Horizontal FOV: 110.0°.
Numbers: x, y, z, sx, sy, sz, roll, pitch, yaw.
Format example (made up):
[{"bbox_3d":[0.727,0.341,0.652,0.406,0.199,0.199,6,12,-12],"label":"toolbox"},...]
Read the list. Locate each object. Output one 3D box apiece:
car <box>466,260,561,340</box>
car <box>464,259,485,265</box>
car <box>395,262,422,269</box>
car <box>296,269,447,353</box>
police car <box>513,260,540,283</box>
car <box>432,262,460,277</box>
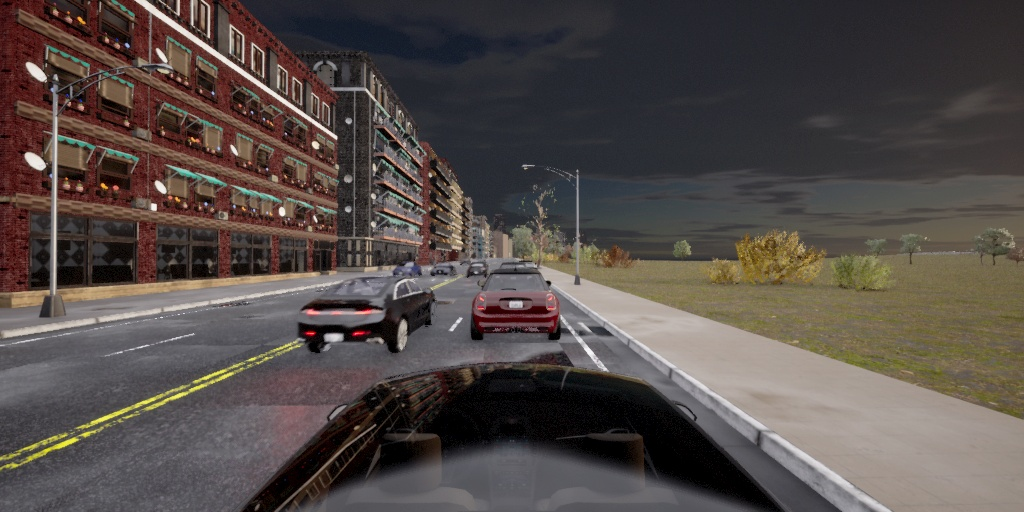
[{"bbox_3d":[0.079,1.104,10.111,2.097,1.767,4.553,0,0,0],"label":"car"},{"bbox_3d":[-3.209,1.281,34.351,1.812,1.442,4.674,0,0,0],"label":"car"},{"bbox_3d":[-9.903,1.281,34.174,1.812,1.442,4.674,0,0,0],"label":"car"},{"bbox_3d":[-3.164,1.241,8.788,2.128,1.511,4.902,0,0,0],"label":"car"},{"bbox_3d":[1.094,1.181,29.379,1.930,1.638,5.238,0,0,0],"label":"police car"},{"bbox_3d":[-6.654,1.320,35.150,1.994,1.385,4.181,0,0,0],"label":"car"}]
